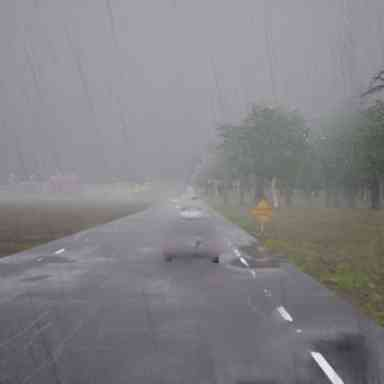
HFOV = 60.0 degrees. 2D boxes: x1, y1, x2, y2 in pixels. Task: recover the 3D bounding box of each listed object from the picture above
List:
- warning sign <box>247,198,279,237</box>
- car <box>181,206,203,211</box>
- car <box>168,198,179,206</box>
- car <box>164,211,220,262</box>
[{"bbox_3d":[3.565,1.257,16.780,1.300,1.860,1.060,2,1,0],"label":"warning sign"},{"bbox_3d":[0.001,1.825,28.229,1.895,1.301,4.718,0,0,0],"label":"car"},{"bbox_3d":[-3.563,1.896,64.501,1.882,1.535,5.008,0,0,1],"label":"car"},{"bbox_3d":[0.002,1.654,12.489,2.033,1.411,5.357,0,0,0],"label":"car"}]
